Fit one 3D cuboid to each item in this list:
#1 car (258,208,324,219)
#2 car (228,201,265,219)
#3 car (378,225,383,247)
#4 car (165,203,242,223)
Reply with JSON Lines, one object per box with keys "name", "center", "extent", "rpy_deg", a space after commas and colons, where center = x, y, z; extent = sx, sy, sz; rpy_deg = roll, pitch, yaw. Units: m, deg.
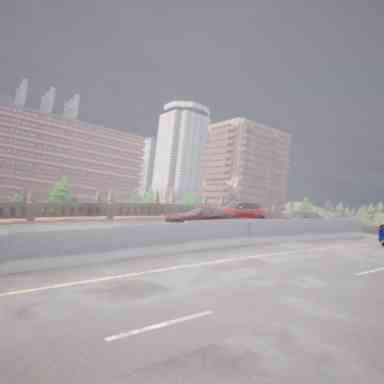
{"name": "car", "center": [7.195, 2.043, 22.053], "extent": [5.357, 1.411, 2.033], "rpy_deg": [4, -3, -35]}
{"name": "car", "center": [3.972, 1.796, 28.349], "extent": [5.566, 2.045, 2.150], "rpy_deg": [5, -3, -35]}
{"name": "car", "center": [10.824, 1.920, 15.827], "extent": [5.008, 1.535, 1.882], "rpy_deg": [4, -2, -36]}
{"name": "car", "center": [0.605, 1.697, 21.651], "extent": [5.008, 1.535, 1.882], "rpy_deg": [3, -2, -36]}
